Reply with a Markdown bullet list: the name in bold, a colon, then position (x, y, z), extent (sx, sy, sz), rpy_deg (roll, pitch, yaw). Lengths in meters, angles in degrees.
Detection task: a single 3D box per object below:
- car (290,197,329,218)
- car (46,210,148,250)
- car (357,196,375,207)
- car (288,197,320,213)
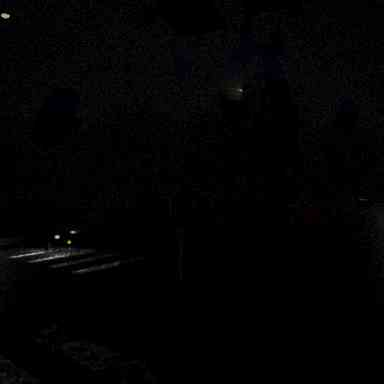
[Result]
- **car**: position (10.015, 1.326, 27.712), extent (1.837, 1.490, 4.892), rpy_deg (0, 0, 36)
- **car**: position (-3.777, 1.453, 13.825), extent (1.994, 1.385, 4.181), rpy_deg (0, 0, 36)
- **car**: position (26.024, 1.357, 49.637), extent (2.128, 1.511, 4.902), rpy_deg (0, 0, 36)
- **car**: position (12.056, 1.308, 35.488), extent (1.837, 1.490, 4.892), rpy_deg (0, 0, 36)
